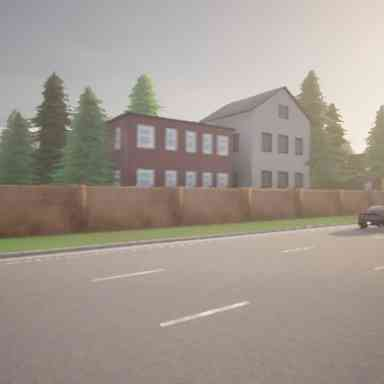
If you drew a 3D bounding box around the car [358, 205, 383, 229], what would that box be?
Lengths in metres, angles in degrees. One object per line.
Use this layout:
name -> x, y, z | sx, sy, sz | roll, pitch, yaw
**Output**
car -> 12.592, 1.623, 21.362 | 4.892, 1.490, 1.837 | 0, 0, -35
